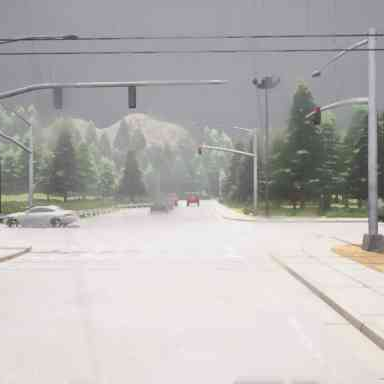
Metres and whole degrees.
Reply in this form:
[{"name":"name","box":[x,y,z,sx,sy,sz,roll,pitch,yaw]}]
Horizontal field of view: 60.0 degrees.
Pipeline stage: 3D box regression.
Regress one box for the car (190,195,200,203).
[{"name":"car","box":[0.636,1.537,73.380,2.097,1.767,4.553,0,0,2]}]

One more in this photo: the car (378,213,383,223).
[{"name":"car","box":[15.196,1.554,22.024,5.357,1.411,2.033,0,0,1]}]

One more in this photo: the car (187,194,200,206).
[{"name":"car","box":[0.248,1.362,58.816,2.150,2.045,5.566,0,-1,2]}]

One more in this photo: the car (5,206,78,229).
[{"name":"car","box":[-10.127,1.658,22.501,4.674,1.442,1.812,-1,0,1]}]

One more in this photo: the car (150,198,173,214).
[{"name":"car","box":[-3.573,1.716,37.566,1.895,1.301,4.718,0,0,0]}]

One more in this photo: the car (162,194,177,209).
[{"name":"car","box":[-3.554,1.485,44.688,2.097,1.767,4.553,0,0,0]}]
